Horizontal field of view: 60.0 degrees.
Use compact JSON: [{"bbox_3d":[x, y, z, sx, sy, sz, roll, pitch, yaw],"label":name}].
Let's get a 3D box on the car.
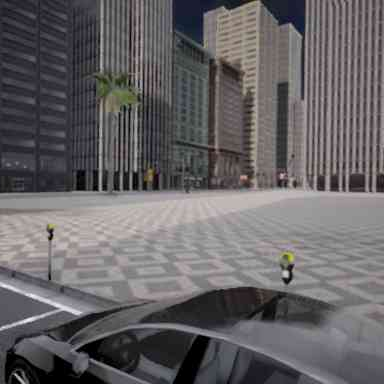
[{"bbox_3d":[0.173,1.541,2.842,4.313,1.339,1.947,1,1,35],"label":"car"}]
